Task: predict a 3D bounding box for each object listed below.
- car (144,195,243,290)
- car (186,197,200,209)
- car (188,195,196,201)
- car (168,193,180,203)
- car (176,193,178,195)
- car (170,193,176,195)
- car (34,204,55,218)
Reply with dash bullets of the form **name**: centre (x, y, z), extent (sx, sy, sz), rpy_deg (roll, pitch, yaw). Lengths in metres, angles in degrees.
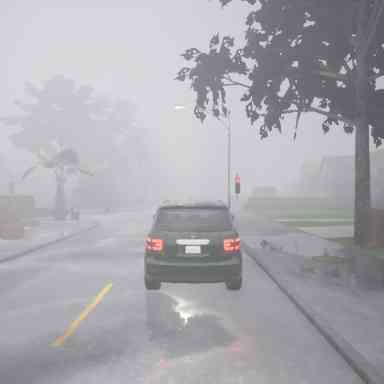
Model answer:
- **car**: centre (0.045, 1.221, 9.205), extent (2.150, 2.045, 5.566), rpy_deg (0, 0, 1)
- **car**: centre (0.122, 1.505, 46.661), extent (1.837, 1.490, 4.892), rpy_deg (0, 0, 0)
- **car**: centre (0.072, 1.477, 81.907), extent (1.882, 1.535, 5.008), rpy_deg (0, 0, 0)
- **car**: centre (-3.935, 1.225, 73.359), extent (2.150, 2.045, 5.566), rpy_deg (0, 0, 0)
- **car**: centre (-4.003, 1.491, 62.846), extent (2.128, 1.511, 4.902), rpy_deg (0, 0, 0)
- **car**: centre (-4.046, 1.352, 52.444), extent (2.097, 1.767, 4.553), rpy_deg (0, 0, 0)
- **car**: centre (-14.143, 1.601, 28.896), extent (4.718, 1.301, 1.895), rpy_deg (0, 0, 0)
